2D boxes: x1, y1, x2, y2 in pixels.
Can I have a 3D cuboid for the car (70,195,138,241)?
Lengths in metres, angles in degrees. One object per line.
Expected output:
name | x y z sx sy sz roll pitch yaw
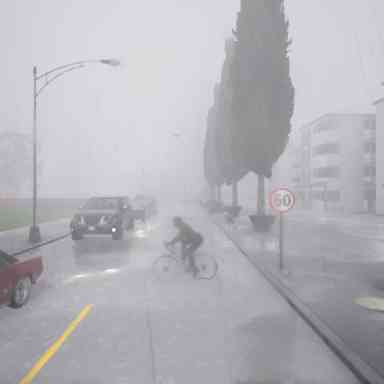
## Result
car | -4.387 1.220 17.126 2.150 2.045 5.566 0 0 -1

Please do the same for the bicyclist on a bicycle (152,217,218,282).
bicyclist on a bicycle | -0.192 1.442 8.359 1.656 1.620 0.582 -2 0 -1

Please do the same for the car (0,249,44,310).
car | -4.175 1.600 5.133 1.895 1.301 4.718 0 0 -1

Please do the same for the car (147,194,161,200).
car | -10.655 1.408 92.740 3.633 1.501 1.845 0 0 -1

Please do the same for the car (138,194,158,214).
car | -4.596 1.220 32.584 2.150 2.045 5.566 0 0 0

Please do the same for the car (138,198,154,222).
car | -4.447 1.476 26.283 1.882 1.535 5.008 0 0 -1
